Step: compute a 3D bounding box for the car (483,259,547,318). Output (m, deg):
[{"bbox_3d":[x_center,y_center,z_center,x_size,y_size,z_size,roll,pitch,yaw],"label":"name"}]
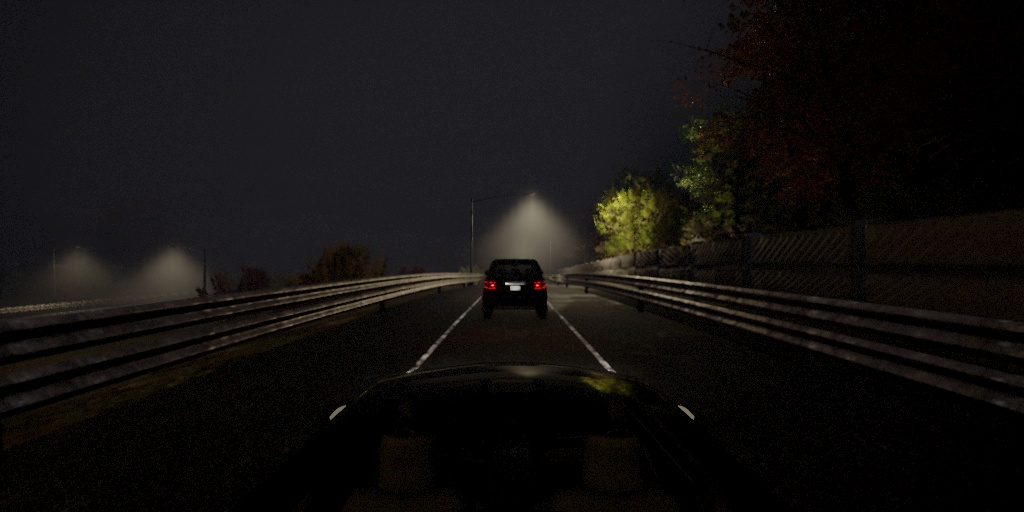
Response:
[{"bbox_3d":[0.098,1.142,13.814,2.150,2.045,5.566,0,-1,0],"label":"car"}]
